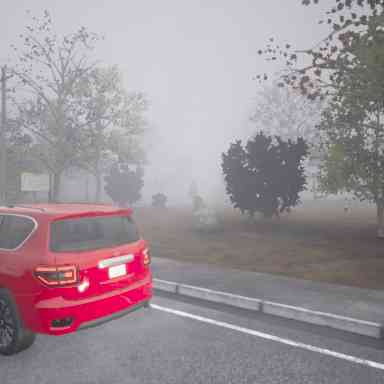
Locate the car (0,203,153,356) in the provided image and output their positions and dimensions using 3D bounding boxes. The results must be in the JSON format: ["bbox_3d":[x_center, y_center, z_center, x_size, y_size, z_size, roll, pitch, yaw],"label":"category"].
[{"bbox_3d":[-3.250,1.221,6.298,5.566,2.045,2.150,0,0,35],"label":"car"}]
